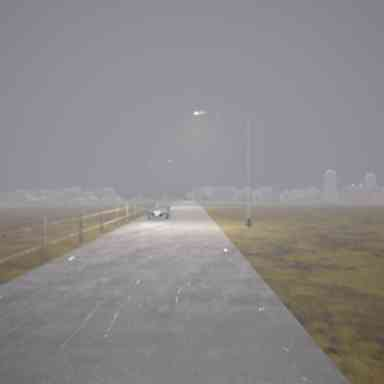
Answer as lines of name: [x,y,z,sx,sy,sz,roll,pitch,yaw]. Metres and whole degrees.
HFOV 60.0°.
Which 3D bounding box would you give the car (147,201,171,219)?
car: [-2.901,1.614,30.084,2.128,1.511,4.902,0,0,0]
